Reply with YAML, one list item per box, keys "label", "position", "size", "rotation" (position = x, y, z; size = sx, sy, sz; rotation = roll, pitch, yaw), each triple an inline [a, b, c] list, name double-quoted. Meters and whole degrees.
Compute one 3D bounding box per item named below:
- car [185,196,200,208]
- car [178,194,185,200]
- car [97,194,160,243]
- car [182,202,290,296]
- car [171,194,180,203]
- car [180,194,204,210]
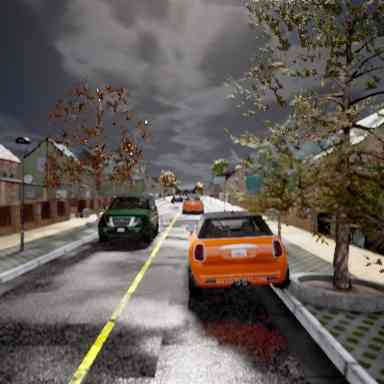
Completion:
- label: "car"
  position: [0.098, 1.346, 45.938]
  size: [2.033, 1.411, 5.357]
  rotation: [0, 0, 1]
- label: "car"
  position: [-2.610, 1.243, 83.411]
  size: [1.812, 1.442, 4.674]
  rotation: [0, 0, 0]
- label: "car"
  position: [-2.824, 1.142, 15.990]
  size: [2.150, 2.045, 5.566]
  rotation: [0, 0, 0]
- label: "car"
  position: [0.936, 1.256, 8.724]
  size: [2.097, 1.767, 4.553]
  rotation: [-3, -1, 0]
- label: "car"
  position: [-2.710, 1.324, 59.498]
  size: [1.994, 1.385, 4.181]
  rotation: [0, 0, 1]
- label: "car"
  position: [0.121, 1.192, 34.380]
  size: [2.097, 1.767, 4.553]
  rotation: [0, 0, 0]
